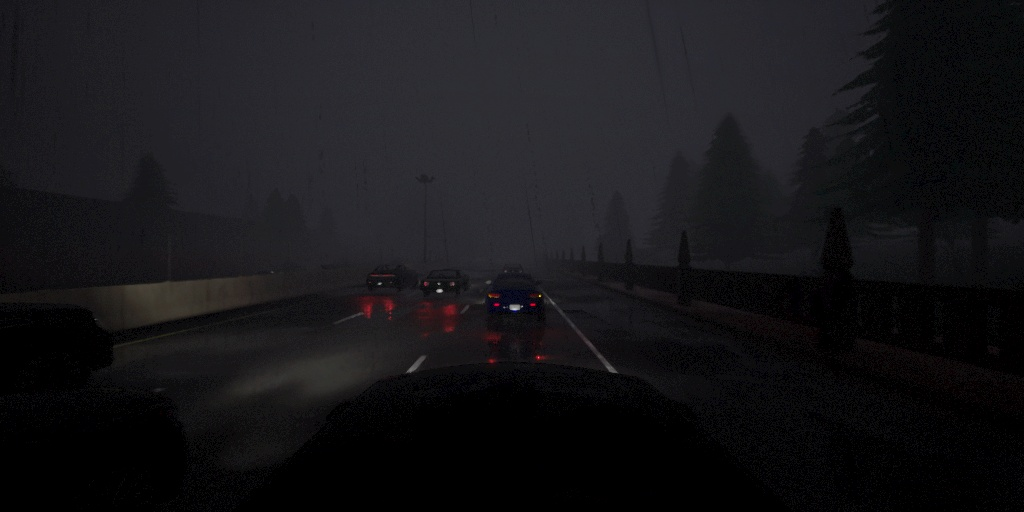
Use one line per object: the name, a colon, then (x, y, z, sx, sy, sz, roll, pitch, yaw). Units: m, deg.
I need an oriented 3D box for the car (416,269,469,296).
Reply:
car: (-3.405, 1.349, 19.117, 1.895, 1.301, 4.718, 0, 0, 0)

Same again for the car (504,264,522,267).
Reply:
car: (0.093, 1.346, 32.814, 1.895, 1.301, 4.718, 0, 0, 0)

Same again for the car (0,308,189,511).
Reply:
car: (-3.416, 1.242, 0.740, 2.128, 1.511, 4.902, 0, 0, 0)

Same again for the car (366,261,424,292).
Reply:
car: (-6.906, 1.239, 21.163, 2.128, 1.511, 4.902, 0, 0, 0)

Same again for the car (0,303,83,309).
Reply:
car: (-6.904, 0.972, 2.793, 2.150, 2.045, 5.566, 0, 0, 0)

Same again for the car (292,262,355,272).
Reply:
car: (-14.105, 1.349, 27.181, 1.895, 1.301, 4.718, 0, 0, 0)

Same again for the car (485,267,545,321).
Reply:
car: (0.076, 1.273, 12.345, 1.812, 1.442, 4.674, 0, 0, 0)

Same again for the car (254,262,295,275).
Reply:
car: (-21.105, 1.296, 33.058, 2.033, 1.411, 5.357, 0, 0, 0)
